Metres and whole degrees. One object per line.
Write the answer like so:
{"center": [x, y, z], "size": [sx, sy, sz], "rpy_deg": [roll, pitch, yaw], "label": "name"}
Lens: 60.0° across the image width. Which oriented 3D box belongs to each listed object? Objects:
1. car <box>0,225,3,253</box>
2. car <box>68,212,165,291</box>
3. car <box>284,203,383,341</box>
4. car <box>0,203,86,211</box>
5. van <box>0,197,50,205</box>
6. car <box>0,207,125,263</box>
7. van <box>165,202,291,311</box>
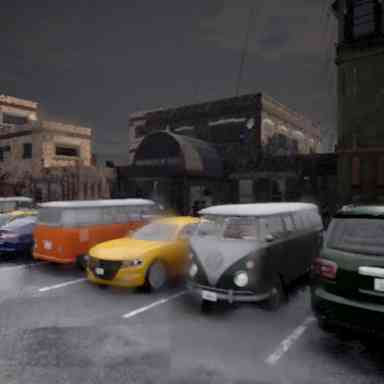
{"center": [-7.263, 1.543, 8.561], "size": [5.357, 1.411, 2.033], "rpy_deg": [0, 0, 36], "label": "car"}
{"center": [-0.583, 1.477, 9.374], "size": [2.097, 1.535, 5.008], "rpy_deg": [0, 0, 35], "label": "car"}
{"center": [3.921, 1.228, 6.191], "size": [2.435, 2.045, 5.566], "rpy_deg": [0, 0, 35], "label": "car"}
{"center": [-7.430, 1.473, 14.021], "size": [1.946, 1.575, 5.366], "rpy_deg": [0, 0, 35], "label": "car"}
{"center": [-9.501, 1.251, 15.868], "size": [1.878, 1.987, 4.442], "rpy_deg": [0, 0, 35], "label": "van"}
{"center": [-5.078, 1.516, 12.569], "size": [2.002, 1.452, 4.674], "rpy_deg": [0, 0, 35], "label": "car"}
{"center": [1.591, 1.252, 7.674], "size": [1.878, 1.987, 4.442], "rpy_deg": [0, 0, 35], "label": "van"}
